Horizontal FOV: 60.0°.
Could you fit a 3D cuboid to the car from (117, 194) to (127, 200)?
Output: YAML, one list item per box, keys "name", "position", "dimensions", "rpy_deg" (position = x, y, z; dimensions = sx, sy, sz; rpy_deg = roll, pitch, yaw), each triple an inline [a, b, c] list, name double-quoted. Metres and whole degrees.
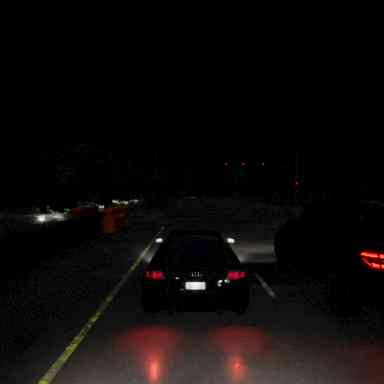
- name: "car"
  position: [-18.224, 1.213, 86.262]
  dimensions: [1.812, 1.442, 4.674]
  rpy_deg: [0, 0, -3]

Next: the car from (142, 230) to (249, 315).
- name: "car"
  position: [0.067, 1.563, 7.668]
  dimensions: [1.994, 1.385, 4.181]
  rpy_deg: [0, 0, 0]

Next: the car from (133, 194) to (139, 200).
- name: "car"
  position: [-14.473, 1.230, 82.547]
  dimensions: [1.812, 1.442, 4.674]
  rpy_deg: [0, 0, 0]

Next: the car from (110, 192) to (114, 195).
- name: "car"
  position: [-17.839, 1.126, 67.194]
  dimensions: [2.097, 1.767, 4.553]
  rpy_deg: [0, 0, 0]

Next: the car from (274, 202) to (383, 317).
- name: "car"
  position: [3.589, 1.221, 7.598]
  dimensions: [2.150, 2.045, 5.566]
  rpy_deg: [0, 0, -2]

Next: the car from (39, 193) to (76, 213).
- name: "car"
  position: [-14.252, 1.137, 35.644]
  dimensions: [2.150, 2.045, 5.566]
  rpy_deg: [0, 0, 0]

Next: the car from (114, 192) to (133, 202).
- name: "car"
  position: [-14.356, 1.261, 70.071]
  dimensions: [1.837, 1.490, 4.892]
  rpy_deg: [0, 0, 0]

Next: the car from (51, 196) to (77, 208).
- name: "car"
  position: [-17.814, 1.371, 46.452]
  dimensions: [1.837, 1.490, 4.892]
  rpy_deg: [0, 0, 0]

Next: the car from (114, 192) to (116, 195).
- name: "car"
  position: [-17.897, 0.957, 76.677]
  dimensions: [2.150, 2.045, 5.566]
  rpy_deg: [0, 0, 0]

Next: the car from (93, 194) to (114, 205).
- name: "car"
  position: [-14.349, 1.436, 53.317]
  dimensions: [1.895, 1.301, 4.718]
  rpy_deg: [0, 0, 0]
